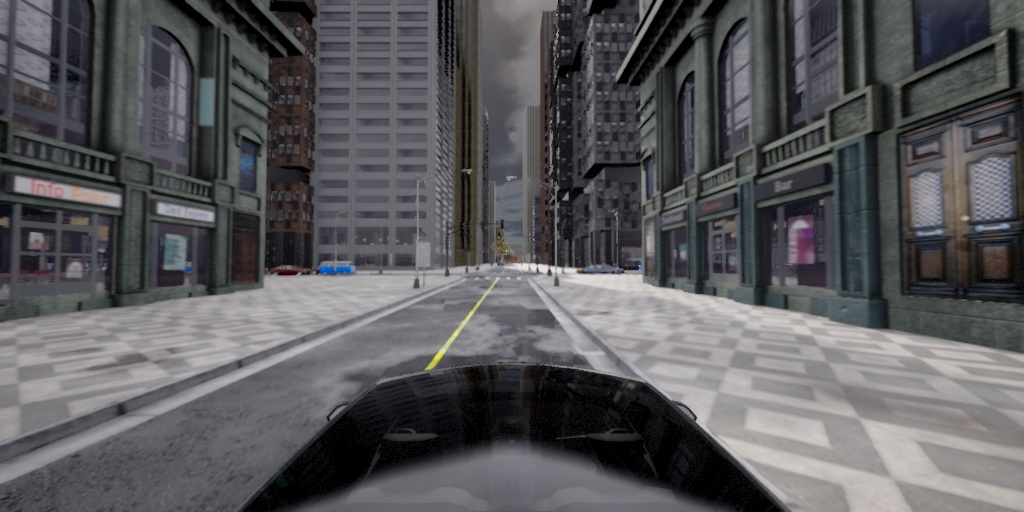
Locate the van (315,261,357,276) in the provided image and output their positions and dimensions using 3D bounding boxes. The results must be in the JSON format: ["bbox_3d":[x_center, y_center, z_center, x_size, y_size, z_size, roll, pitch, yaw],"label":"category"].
[{"bbox_3d":[-20.767,1.543,42.765,3.998,1.789,1.690,0,0,0],"label":"van"}]

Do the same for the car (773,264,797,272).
[{"bbox_3d":[33.456,1.624,42.998,4.207,1.307,1.802,0,0,0],"label":"car"}]

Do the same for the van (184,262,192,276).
[{"bbox_3d":[-37.341,1.603,42.700,3.998,1.789,1.690,0,0,0],"label":"van"}]

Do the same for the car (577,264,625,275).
[{"bbox_3d":[11.528,1.728,45.691,5.357,1.411,2.033,0,-2,0],"label":"car"}]

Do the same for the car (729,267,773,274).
[{"bbox_3d":[28.042,1.601,42.976,4.507,1.381,1.888,0,0,0],"label":"car"}]

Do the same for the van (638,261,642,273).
[{"bbox_3d":[17.217,1.426,42.932,3.998,1.789,1.690,0,0,0],"label":"van"}]

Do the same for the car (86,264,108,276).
[{"bbox_3d":[-48.391,1.885,42.657,4.207,1.307,1.802,0,0,0],"label":"car"}]

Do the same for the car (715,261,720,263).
[{"bbox_3d":[22.629,1.636,42.954,4.313,1.339,1.948,0,0,0],"label":"car"}]

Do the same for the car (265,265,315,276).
[{"bbox_3d":[-26.292,1.767,42.743,4.507,1.381,1.888,0,0,0],"label":"car"}]
